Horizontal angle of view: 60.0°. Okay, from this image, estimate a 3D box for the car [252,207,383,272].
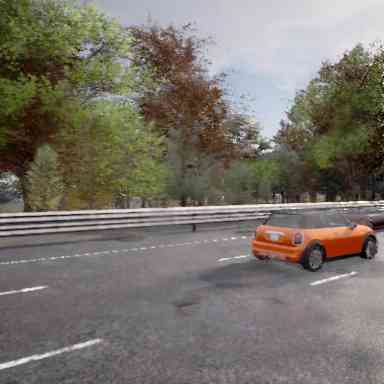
[{"bbox_3d":[4.157,1.350,11.009,4.553,1.767,2.097,0,0,-35],"label":"car"}]
